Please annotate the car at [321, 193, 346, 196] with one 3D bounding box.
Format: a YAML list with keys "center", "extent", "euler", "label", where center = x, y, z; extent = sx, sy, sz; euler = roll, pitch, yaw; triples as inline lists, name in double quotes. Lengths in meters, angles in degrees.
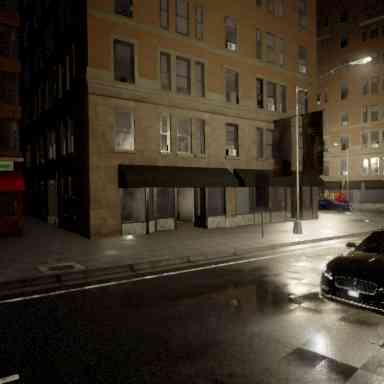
- center: [16.650, 1.085, 41.003]
  extent: [2.192, 1.841, 5.009]
  euler: [0, 1, -44]
  label: "car"

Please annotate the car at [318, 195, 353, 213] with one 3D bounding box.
- center: [14.401, 1.398, 35.041]
  extent: [1.812, 1.442, 4.674]
  euler: [-1, 1, -43]
  label: "car"

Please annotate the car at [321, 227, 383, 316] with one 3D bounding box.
- center: [4.726, 1.505, 7.101]
  extent: [4.892, 1.490, 1.837]
  euler: [1, 0, -36]
  label: "car"
